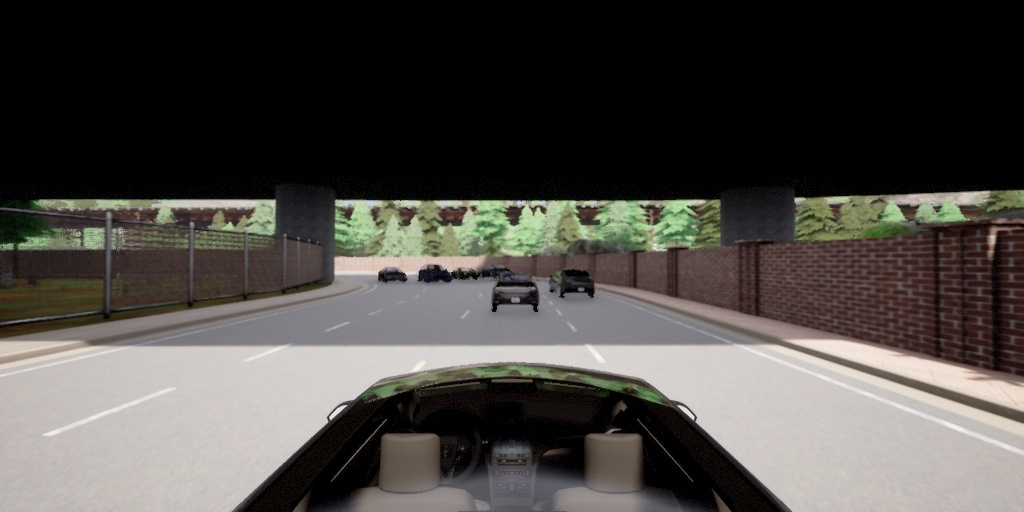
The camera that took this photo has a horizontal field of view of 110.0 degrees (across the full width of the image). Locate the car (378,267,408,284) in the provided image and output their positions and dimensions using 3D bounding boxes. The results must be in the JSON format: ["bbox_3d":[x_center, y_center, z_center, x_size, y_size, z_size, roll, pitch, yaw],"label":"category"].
[{"bbox_3d":[-10.807,1.684,32.284,2.033,1.411,5.357,1,-1,-29],"label":"car"}]

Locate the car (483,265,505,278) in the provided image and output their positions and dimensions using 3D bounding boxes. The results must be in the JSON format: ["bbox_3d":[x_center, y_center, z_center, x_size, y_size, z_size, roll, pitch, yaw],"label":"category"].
[{"bbox_3d":[-1.850,1.700,37.504,2.128,1.511,4.902,1,-1,-28],"label":"car"}]

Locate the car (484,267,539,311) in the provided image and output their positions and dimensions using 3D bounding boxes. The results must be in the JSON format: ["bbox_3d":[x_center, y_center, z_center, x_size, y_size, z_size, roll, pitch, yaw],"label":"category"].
[{"bbox_3d":[0.108,1.419,15.434,2.128,1.511,4.902,0,-1,-1],"label":"car"}]

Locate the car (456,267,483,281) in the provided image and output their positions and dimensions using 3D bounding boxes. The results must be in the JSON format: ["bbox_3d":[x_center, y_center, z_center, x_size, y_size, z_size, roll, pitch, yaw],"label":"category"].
[{"bbox_3d":[-5.064,1.793,36.376,1.895,1.301,4.718,0,-1,-30],"label":"car"}]

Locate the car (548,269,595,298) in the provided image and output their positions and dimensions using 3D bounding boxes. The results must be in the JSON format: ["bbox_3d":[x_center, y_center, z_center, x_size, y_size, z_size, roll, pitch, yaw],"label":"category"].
[{"bbox_3d":[3.308,1.498,20.586,1.837,1.490,4.892,0,-1,-5],"label":"car"}]

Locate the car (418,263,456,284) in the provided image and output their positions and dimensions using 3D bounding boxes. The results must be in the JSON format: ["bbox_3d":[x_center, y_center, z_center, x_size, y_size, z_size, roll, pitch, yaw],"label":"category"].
[{"bbox_3d":[-6.849,1.482,31.633,2.097,1.767,4.553,0,-1,-26],"label":"car"}]
